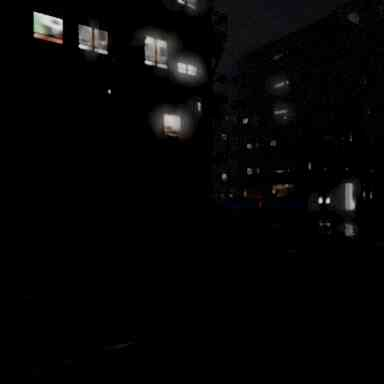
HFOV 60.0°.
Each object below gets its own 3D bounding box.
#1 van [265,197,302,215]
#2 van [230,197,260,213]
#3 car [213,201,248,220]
[{"bbox_3d":[9.302,1.389,34.104,1.690,1.788,3.998,-2,0,-36],"label":"van"},{"bbox_3d":[5.990,1.463,38.622,1.690,1.788,3.998,-2,0,-36],"label":"van"},{"bbox_3d":[2.562,1.726,29.192,1.802,1.307,4.206,-2,0,-36],"label":"car"}]
